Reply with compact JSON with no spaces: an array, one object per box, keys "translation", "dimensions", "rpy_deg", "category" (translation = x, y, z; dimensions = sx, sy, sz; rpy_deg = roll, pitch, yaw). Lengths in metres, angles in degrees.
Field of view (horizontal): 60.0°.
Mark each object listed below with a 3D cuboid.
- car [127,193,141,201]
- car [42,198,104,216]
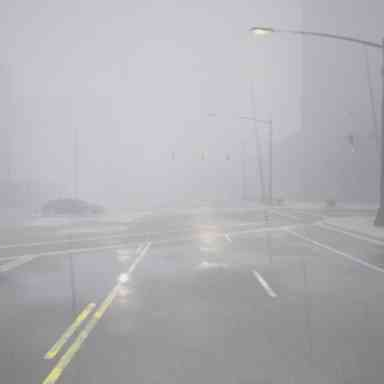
[{"translation":[-10.953,0.970,63.043],"dimensions":[1.882,1.535,5.008],"rpy_deg":[0,0,0],"category":"car"},{"translation":[-9.665,1.251,27.192],"dimensions":[4.892,1.490,1.837],"rpy_deg":[0,1,0],"category":"car"}]
